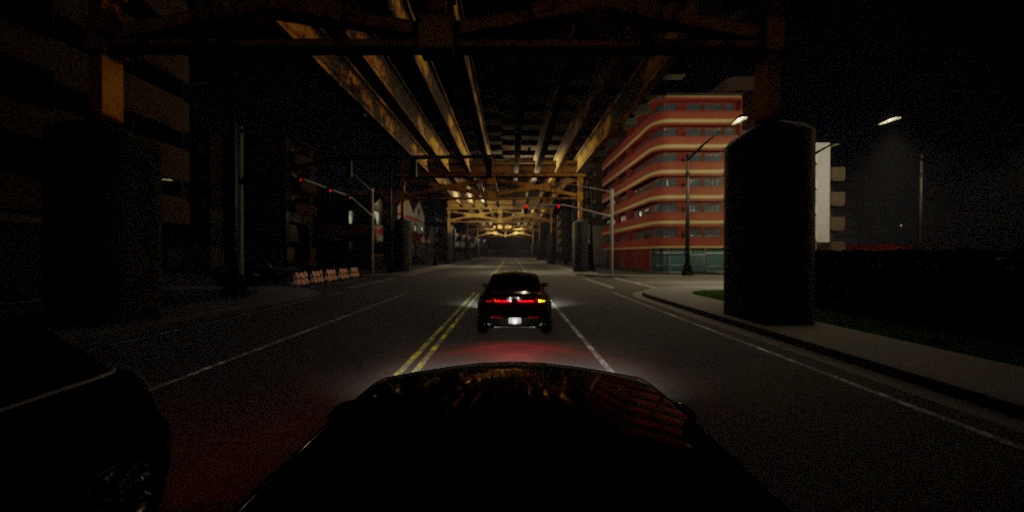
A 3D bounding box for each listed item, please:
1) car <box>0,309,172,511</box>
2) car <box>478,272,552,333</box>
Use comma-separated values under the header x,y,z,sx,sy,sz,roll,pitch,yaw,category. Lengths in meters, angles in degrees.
x,y,z,sx,sy,sz,roll,pitch,yaw,category
-3.586,1.107,0.687,2.097,1.767,4.553,0,0,0,car
0.069,1.203,10.514,1.837,1.490,4.892,0,0,0,car
